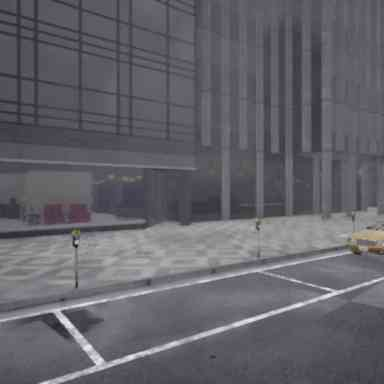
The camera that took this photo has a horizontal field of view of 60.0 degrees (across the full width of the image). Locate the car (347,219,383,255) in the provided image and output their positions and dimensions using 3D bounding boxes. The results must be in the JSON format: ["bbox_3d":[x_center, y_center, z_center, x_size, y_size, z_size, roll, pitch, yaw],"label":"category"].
[{"bbox_3d":[7.567,1.528,12.171,4.829,1.417,1.752,0,-1,-34],"label":"car"}]
